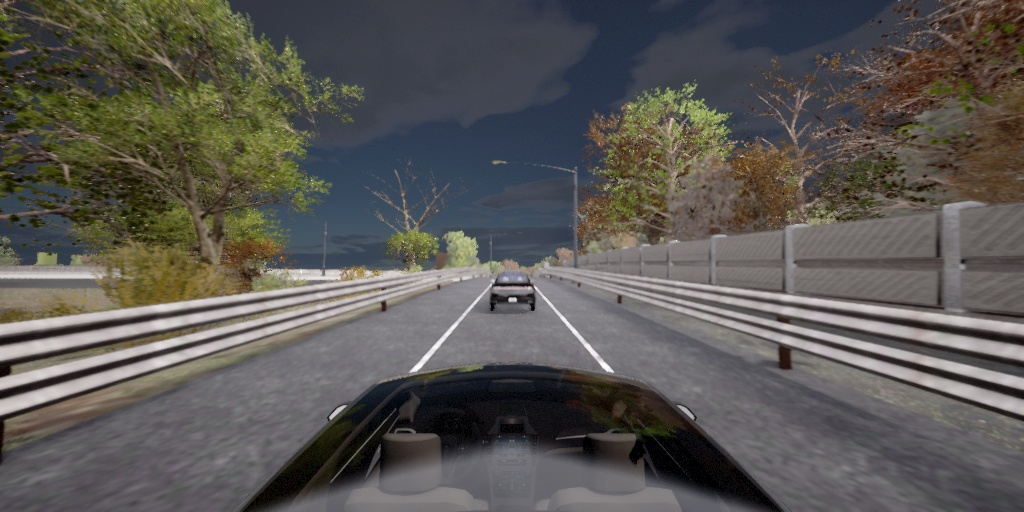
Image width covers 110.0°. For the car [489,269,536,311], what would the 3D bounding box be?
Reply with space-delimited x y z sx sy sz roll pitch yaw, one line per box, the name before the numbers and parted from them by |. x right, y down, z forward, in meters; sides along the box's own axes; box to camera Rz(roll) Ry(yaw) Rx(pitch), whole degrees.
car | 0.043 1.441 15.677 2.128 1.511 4.902 0 -1 0
